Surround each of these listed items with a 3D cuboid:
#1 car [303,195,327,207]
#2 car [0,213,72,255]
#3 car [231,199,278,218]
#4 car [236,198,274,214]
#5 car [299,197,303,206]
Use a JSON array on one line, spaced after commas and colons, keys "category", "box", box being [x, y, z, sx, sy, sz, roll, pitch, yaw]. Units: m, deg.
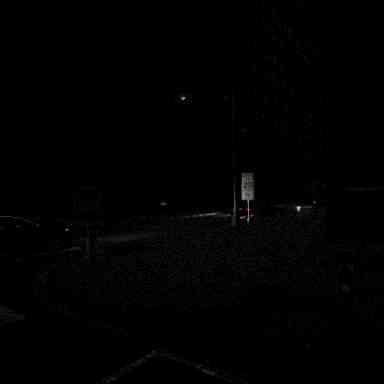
[{"category": "car", "box": [15.949, 1.194, 41.694, 1.994, 1.385, 4.181, -1, 0, 36]}, {"category": "car", "box": [-6.338, 1.422, 10.802, 2.128, 1.511, 4.902, -1, 1, 36]}, {"category": "car", "box": [5.065, 1.299, 26.624, 2.033, 1.411, 5.357, -1, 0, 36]}, {"category": "car", "box": [6.445, 1.362, 33.562, 1.895, 1.301, 4.718, -1, 0, 36]}, {"category": "car", "box": [16.894, 1.137, 47.875, 1.882, 1.535, 5.008, -1, -1, 36]}]
